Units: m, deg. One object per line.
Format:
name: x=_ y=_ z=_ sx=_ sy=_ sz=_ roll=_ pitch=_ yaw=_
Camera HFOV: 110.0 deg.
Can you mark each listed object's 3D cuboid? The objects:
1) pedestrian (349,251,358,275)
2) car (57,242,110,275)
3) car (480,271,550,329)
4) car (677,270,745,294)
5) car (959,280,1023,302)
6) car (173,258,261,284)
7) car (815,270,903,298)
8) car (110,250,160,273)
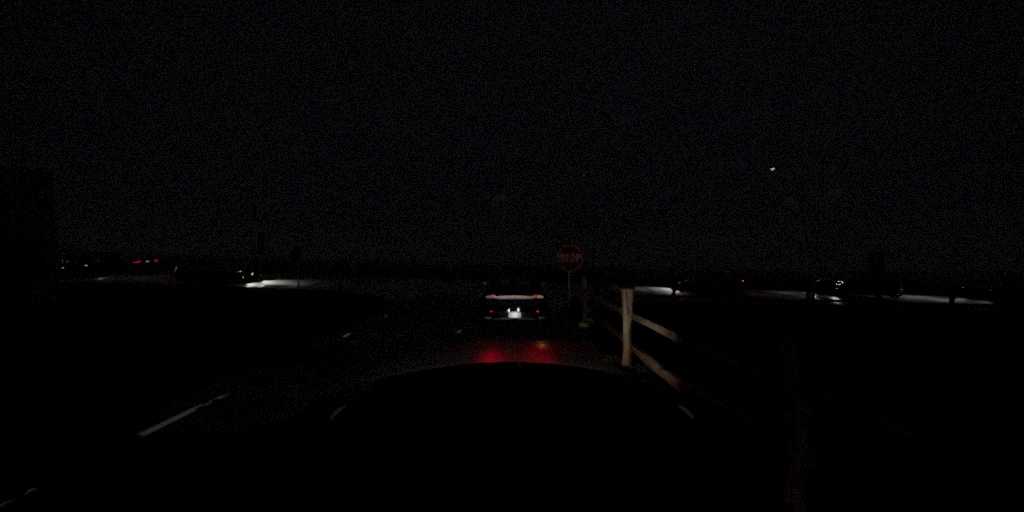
pedestrian: x=-12.047 y=0.494 z=27.215 sx=0.375 sy=1.860 sz=0.375 roll=0 pitch=1 yaw=0
car: x=-28.045 y=0.118 z=21.307 sx=5.566 sy=2.045 sz=2.150 roll=2 pitch=3 yaw=1
car: x=0.074 y=1.220 z=11.164 sx=2.128 sy=1.511 sz=4.902 roll=0 pitch=0 yaw=0
car: x=13.188 y=1.658 z=24.082 sx=4.181 sy=1.385 sz=1.994 roll=2 pitch=3 yaw=-1
car: x=33.253 y=2.312 z=24.008 sx=4.718 sy=1.301 sz=1.895 roll=2 pitch=3 yaw=0
car: x=-17.398 y=0.814 z=21.283 sx=4.181 sy=1.385 sz=1.994 roll=2 pitch=3 yaw=0
car: x=23.128 y=1.755 z=24.046 sx=4.553 sy=1.767 sz=2.097 roll=2 pitch=3 yaw=0
car: x=-27.153 y=0.331 z=24.263 sx=5.357 sy=1.411 sz=2.033 roll=2 pitch=3 yaw=0
